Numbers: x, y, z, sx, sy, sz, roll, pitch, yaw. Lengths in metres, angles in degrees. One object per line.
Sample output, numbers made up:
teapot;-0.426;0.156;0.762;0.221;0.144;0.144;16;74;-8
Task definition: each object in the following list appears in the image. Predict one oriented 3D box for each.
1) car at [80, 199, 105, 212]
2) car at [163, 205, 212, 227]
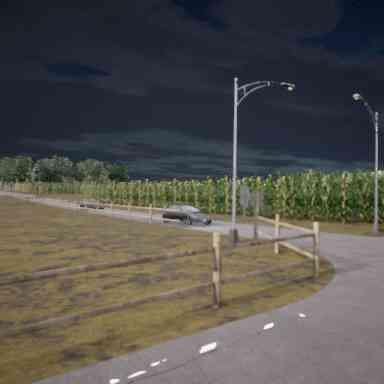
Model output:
car;-12.414;1.608;41.388;1.837;1.490;4.892;2;-1;-35
car;-0.477;1.680;24.606;1.812;1.442;4.674;2;-1;-35
